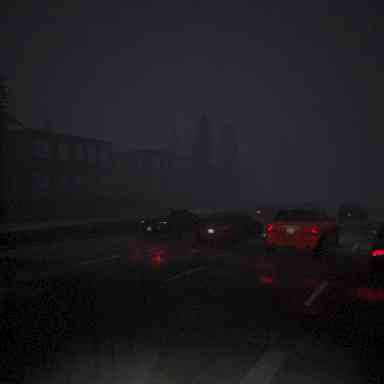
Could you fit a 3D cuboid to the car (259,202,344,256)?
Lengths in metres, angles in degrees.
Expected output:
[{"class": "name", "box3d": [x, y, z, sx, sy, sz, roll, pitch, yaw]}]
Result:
[{"class": "car", "box3d": [4.682, 1.406, 13.721, 2.097, 1.767, 4.553, 0, 0, 33]}]

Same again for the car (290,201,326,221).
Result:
[{"class": "car", "box3d": [10.364, 1.594, 29.369, 1.882, 1.535, 5.008, 0, 0, 33]}]

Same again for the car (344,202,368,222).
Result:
[{"class": "car", "box3d": [13.331, 1.586, 27.513, 1.882, 1.535, 5.008, 0, 0, 33]}]

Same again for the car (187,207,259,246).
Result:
[{"class": "car", "box3d": [1.878, 1.629, 15.832, 1.994, 1.385, 4.181, 0, 0, 33]}]

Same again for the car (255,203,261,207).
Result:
[{"class": "car", "box3d": [6.783, 1.686, 30.264, 1.994, 1.385, 4.181, 0, 0, 33]}]

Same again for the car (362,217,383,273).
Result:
[{"class": "car", "box3d": [6.526, 1.588, 10.111, 2.033, 1.411, 5.357, 0, 0, 32]}]

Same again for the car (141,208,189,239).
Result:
[{"class": "car", "box3d": [-0.835, 1.599, 18.087, 1.812, 1.442, 4.674, 0, 0, 33]}]
